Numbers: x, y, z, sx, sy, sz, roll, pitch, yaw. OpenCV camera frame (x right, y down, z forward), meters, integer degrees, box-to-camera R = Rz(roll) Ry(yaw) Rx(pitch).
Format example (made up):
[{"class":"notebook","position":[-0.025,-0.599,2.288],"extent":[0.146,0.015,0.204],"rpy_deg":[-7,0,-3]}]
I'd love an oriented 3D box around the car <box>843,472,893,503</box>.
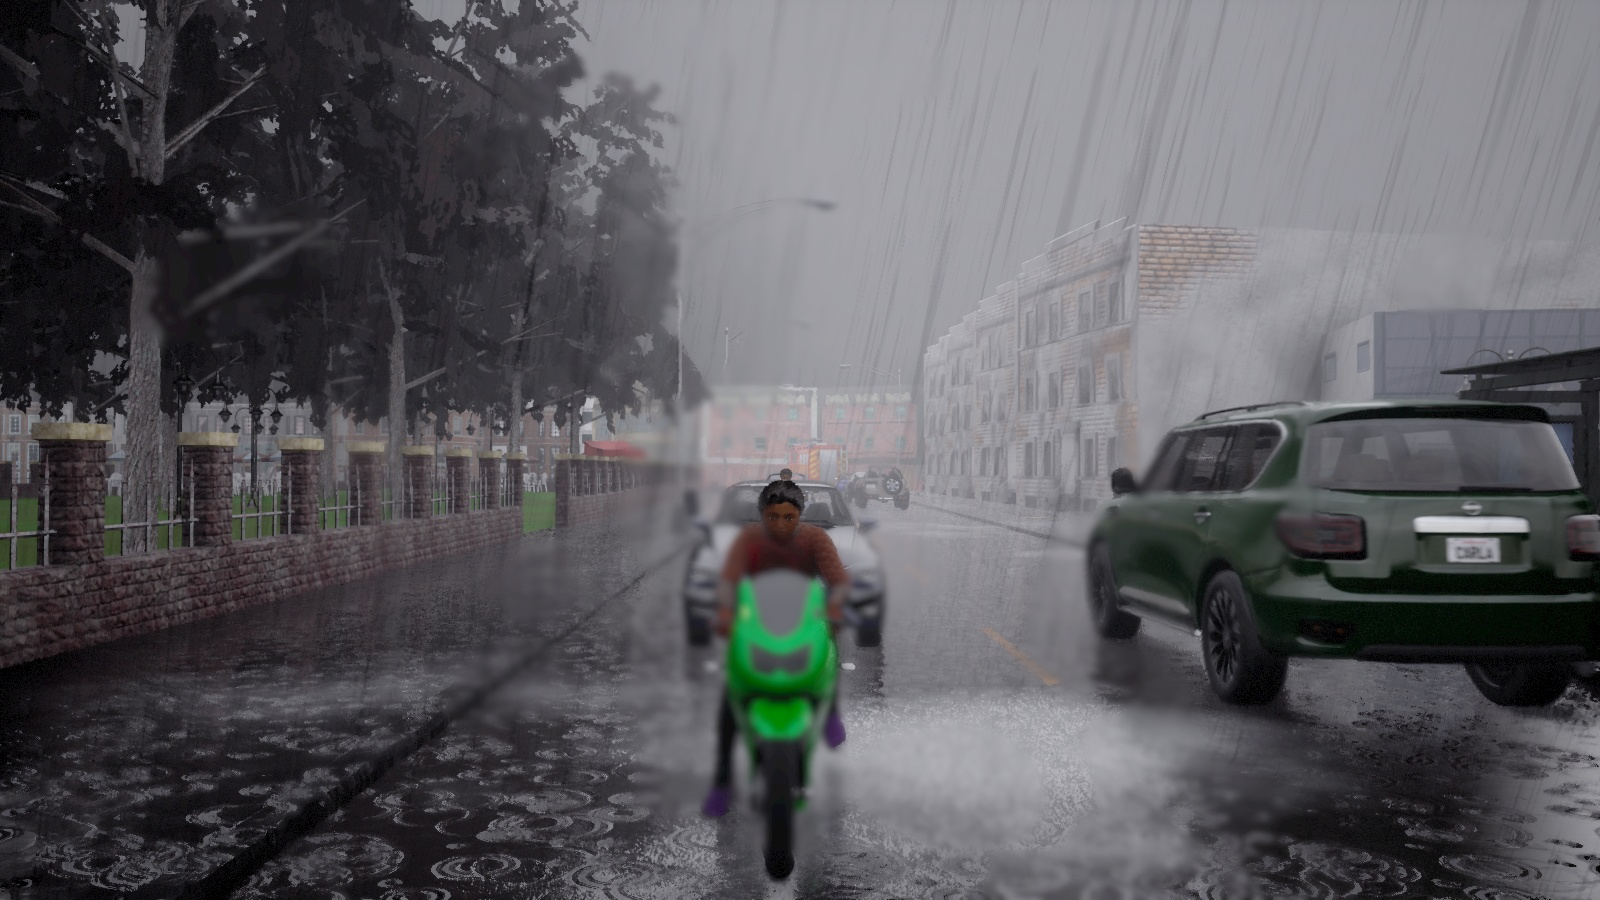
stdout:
[{"class":"car","position":[3.337,1.852,62.729],"extent":[2.163,1.488,4.792],"rpy_deg":[0,-1,-1]}]

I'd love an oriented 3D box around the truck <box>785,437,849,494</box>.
[{"class":"truck","position":[1.116,1.140,89.526],"extent":[2.891,3.827,8.468],"rpy_deg":[0,-1,-11]}]

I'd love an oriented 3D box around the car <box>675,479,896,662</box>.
[{"class":"car","position":[-0.140,1.037,12.438],"extent":[1.816,1.474,4.193],"rpy_deg":[0,-1,-1]}]

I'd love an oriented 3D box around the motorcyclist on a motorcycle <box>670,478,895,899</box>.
[{"class":"motorcyclist on a motorcycle","position":[-0.073,0.890,5.518],"extent":[0.797,1.523,2.044],"rpy_deg":[0,-1,-1]}]

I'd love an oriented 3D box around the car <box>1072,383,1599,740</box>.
[{"class":"car","position":[3.882,0.686,10.013],"extent":[2.150,2.045,5.566],"rpy_deg":[0,-1,-1]}]

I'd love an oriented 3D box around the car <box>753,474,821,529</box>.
[{"class":"car","position":[-0.372,1.435,36.138],"extent":[1.845,1.501,3.633],"rpy_deg":[0,-1,-1]}]

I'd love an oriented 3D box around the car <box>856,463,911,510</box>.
[{"class":"car","position":[3.449,1.496,52.461],"extent":[1.932,1.855,4.605],"rpy_deg":[0,-1,0]}]

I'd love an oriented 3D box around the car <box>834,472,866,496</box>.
[{"class":"car","position":[3.144,2.156,80.022],"extent":[1.816,1.474,4.193],"rpy_deg":[0,-1,-1]}]
